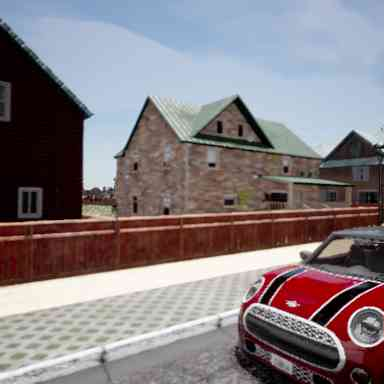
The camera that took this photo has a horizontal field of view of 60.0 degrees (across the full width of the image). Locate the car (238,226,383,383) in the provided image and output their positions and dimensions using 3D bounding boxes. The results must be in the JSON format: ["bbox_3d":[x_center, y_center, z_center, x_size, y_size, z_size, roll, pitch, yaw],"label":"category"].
[{"bbox_3d":[2.851,1.373,5.105,4.553,1.767,2.097,0,0,-36],"label":"car"}]
